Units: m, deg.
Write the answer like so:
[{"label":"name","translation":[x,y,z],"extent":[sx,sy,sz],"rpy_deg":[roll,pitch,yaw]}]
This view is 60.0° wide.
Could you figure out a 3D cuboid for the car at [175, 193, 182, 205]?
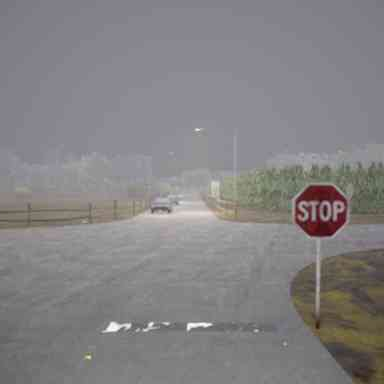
[{"label":"car","translation":[-2.730,1.042,44.658],"extent":[1.812,1.442,4.674],"rpy_deg":[0,1,1]}]

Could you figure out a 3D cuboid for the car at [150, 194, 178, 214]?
[{"label":"car","translation":[-2.779,1.224,31.717],"extent":[2.033,1.411,5.357],"rpy_deg":[0,1,0]}]
